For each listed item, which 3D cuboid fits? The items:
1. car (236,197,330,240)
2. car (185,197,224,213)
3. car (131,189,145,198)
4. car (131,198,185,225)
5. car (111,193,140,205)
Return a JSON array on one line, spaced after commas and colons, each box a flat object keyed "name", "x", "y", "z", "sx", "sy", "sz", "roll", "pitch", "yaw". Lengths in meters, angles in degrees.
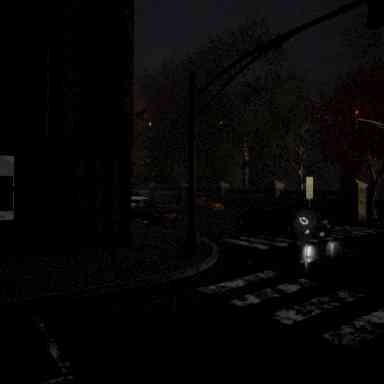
[{"name": "car", "x": 4.256, "y": 1.180, "z": 16.026, "sx": 2.097, "sy": 1.767, "sz": 4.553, "roll": 0, "pitch": 1, "yaw": -36}, {"name": "car", "x": 0.859, "y": 1.130, "z": 30.558, "sx": 1.752, "sy": 1.417, "sz": 4.829, "roll": 1, "pitch": 0, "yaw": -36}, {"name": "car", "x": -5.917, "y": 0.744, "z": 30.012, "sx": 2.150, "sy": 2.045, "sz": 5.566, "roll": 0, "pitch": 1, "yaw": -36}, {"name": "car", "x": -2.563, "y": 1.257, "z": 21.018, "sx": 1.802, "sy": 1.307, "sz": 4.206, "roll": 2, "pitch": 0, "yaw": -36}, {"name": "car", "x": -8.815, "y": 0.864, "z": 43.852, "sx": 2.008, "sy": 1.369, "sz": 4.403, "roll": 1, "pitch": 0, "yaw": -36}]
